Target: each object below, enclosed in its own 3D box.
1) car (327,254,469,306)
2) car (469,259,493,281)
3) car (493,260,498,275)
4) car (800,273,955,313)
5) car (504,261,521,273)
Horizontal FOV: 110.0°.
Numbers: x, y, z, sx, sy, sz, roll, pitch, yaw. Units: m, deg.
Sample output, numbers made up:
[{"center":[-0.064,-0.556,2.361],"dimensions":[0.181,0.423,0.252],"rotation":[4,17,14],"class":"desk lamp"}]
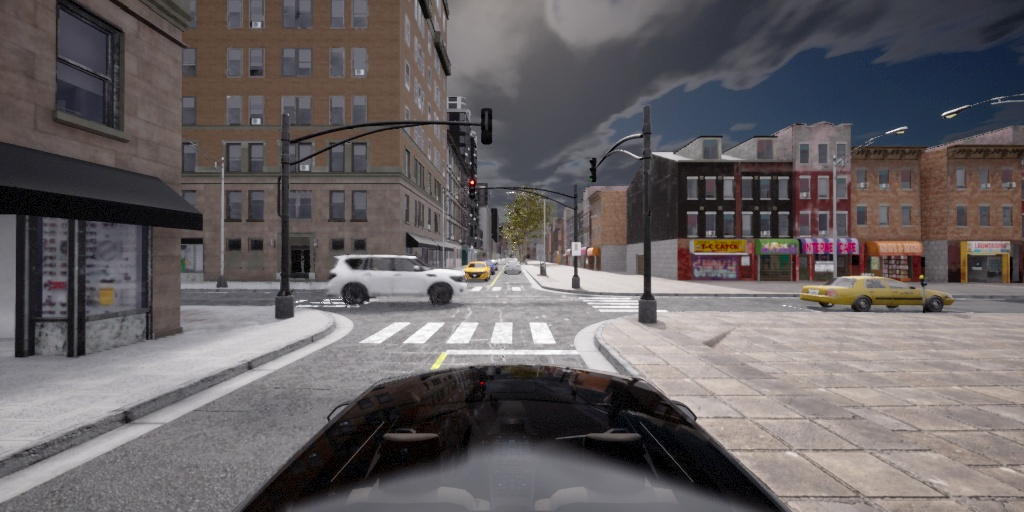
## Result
[{"center":[-4.704,0.952,15.088],"dimensions":[5.566,2.045,2.150],"rotation":[0,0,-7],"class":"car"},{"center":[-2.847,1.219,29.826],"dimensions":[1.882,1.535,5.008],"rotation":[0,0,0],"class":"car"},{"center":[-2.857,1.215,39.231],"dimensions":[1.882,1.535,5.008],"rotation":[0,0,0],"class":"car"},{"center":[13.882,1.348,13.736],"dimensions":[4.829,1.417,1.751],"rotation":[0,0,0],"class":"car"},{"center":[0.096,1.262,42.915],"dimensions":[1.812,1.442,4.674],"rotation":[0,0,0],"class":"car"}]
